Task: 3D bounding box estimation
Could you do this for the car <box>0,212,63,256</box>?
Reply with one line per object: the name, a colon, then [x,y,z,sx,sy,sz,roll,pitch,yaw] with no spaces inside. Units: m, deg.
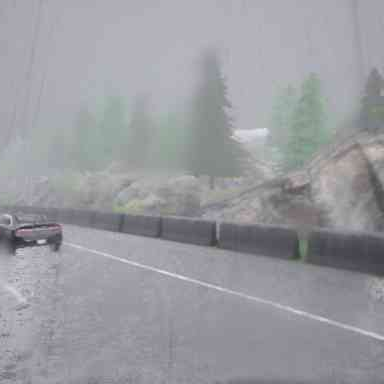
car: [-6.859,1.566,13.553,2.128,1.511,4.902,-1,0,-40]
